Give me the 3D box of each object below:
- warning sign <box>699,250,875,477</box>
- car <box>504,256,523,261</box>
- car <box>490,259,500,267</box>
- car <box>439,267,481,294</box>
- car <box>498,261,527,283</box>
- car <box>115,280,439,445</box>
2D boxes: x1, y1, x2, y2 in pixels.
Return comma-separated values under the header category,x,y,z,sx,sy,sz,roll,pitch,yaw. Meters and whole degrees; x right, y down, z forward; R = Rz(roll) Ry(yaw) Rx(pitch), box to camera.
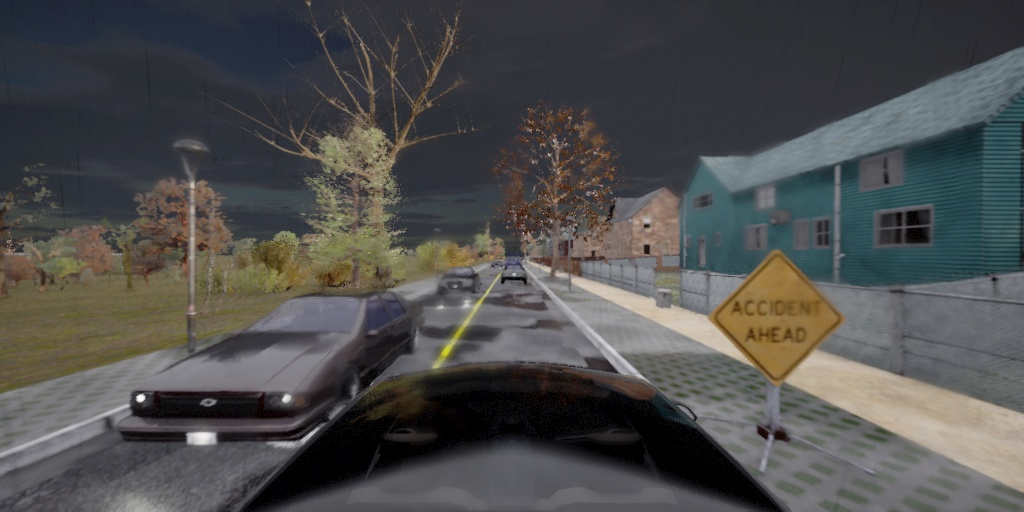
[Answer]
category,x,y,z,sx,sy,sz,roll,pitch,yaw
warning sign,2.515,0.870,3.460,1.300,1.860,1.060,0,0,0
car,0.203,0.951,45.942,2.150,2.045,5.566,0,0,0
car,-2.645,1.285,62.476,1.994,1.385,4.181,0,0,1
car,-2.790,1.292,19.666,1.994,1.385,4.181,0,0,0
car,0.157,1.296,27.949,1.994,1.385,4.181,0,0,0
car,-2.846,1.287,5.954,2.033,1.411,5.357,0,0,0
